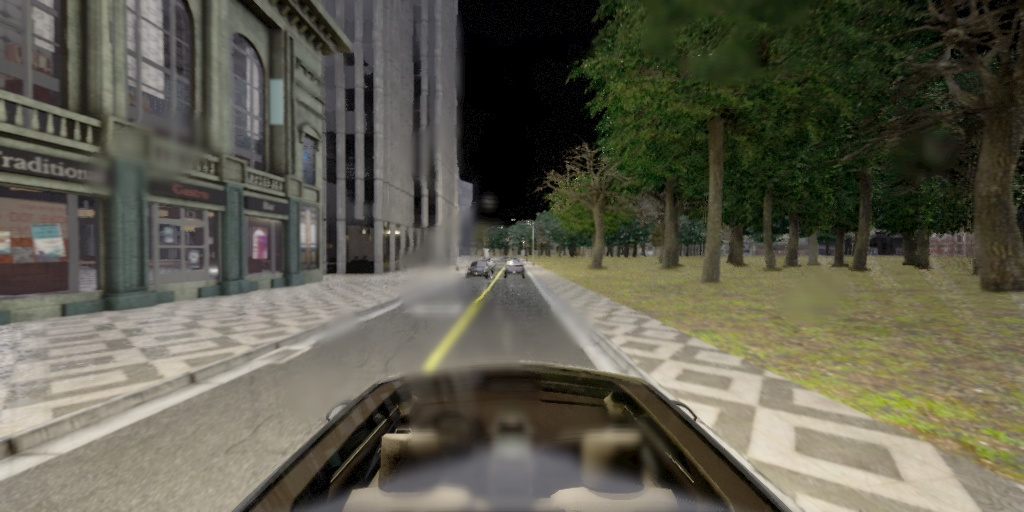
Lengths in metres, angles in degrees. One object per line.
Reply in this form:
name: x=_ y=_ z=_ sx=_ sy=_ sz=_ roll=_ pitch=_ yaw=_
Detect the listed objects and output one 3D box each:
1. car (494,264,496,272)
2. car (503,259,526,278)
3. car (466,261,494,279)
car: x=-2.824 y=1.240 z=39.646 sx=1.895 sy=1.301 sz=4.718 roll=0 pitch=0 yaw=0
car: x=0.224 y=1.178 z=33.196 sx=2.128 sy=1.511 sz=4.902 roll=0 pitch=0 yaw=1
car: x=-2.866 y=1.192 z=31.510 sx=1.837 sy=1.490 sz=4.892 roll=0 pitch=0 yaw=0
